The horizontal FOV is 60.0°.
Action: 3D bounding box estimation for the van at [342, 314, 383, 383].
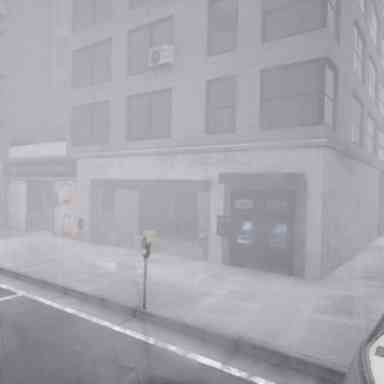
[{"bbox_3d":[2.599,1.366,1.090,3.998,1.788,1.690,1,1,36],"label":"van"}]
